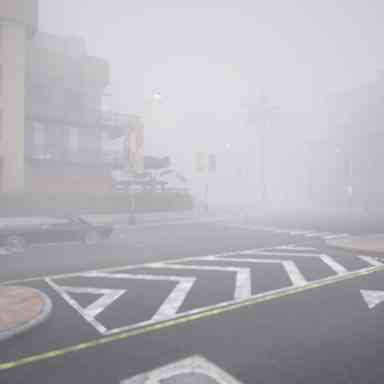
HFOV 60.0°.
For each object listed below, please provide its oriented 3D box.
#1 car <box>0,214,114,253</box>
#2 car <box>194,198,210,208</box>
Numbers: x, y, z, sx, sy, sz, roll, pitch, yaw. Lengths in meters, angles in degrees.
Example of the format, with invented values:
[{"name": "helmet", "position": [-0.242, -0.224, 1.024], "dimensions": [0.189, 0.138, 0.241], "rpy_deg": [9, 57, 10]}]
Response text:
[{"name": "car", "position": [-5.834, 1.624, 13.908], "dimensions": [4.718, 1.301, 1.895], "rpy_deg": [1, 0, -35]}, {"name": "car", "position": [0.779, 1.731, 51.854], "dimensions": [1.837, 1.490, 4.892], "rpy_deg": [1, 0, -35]}]
